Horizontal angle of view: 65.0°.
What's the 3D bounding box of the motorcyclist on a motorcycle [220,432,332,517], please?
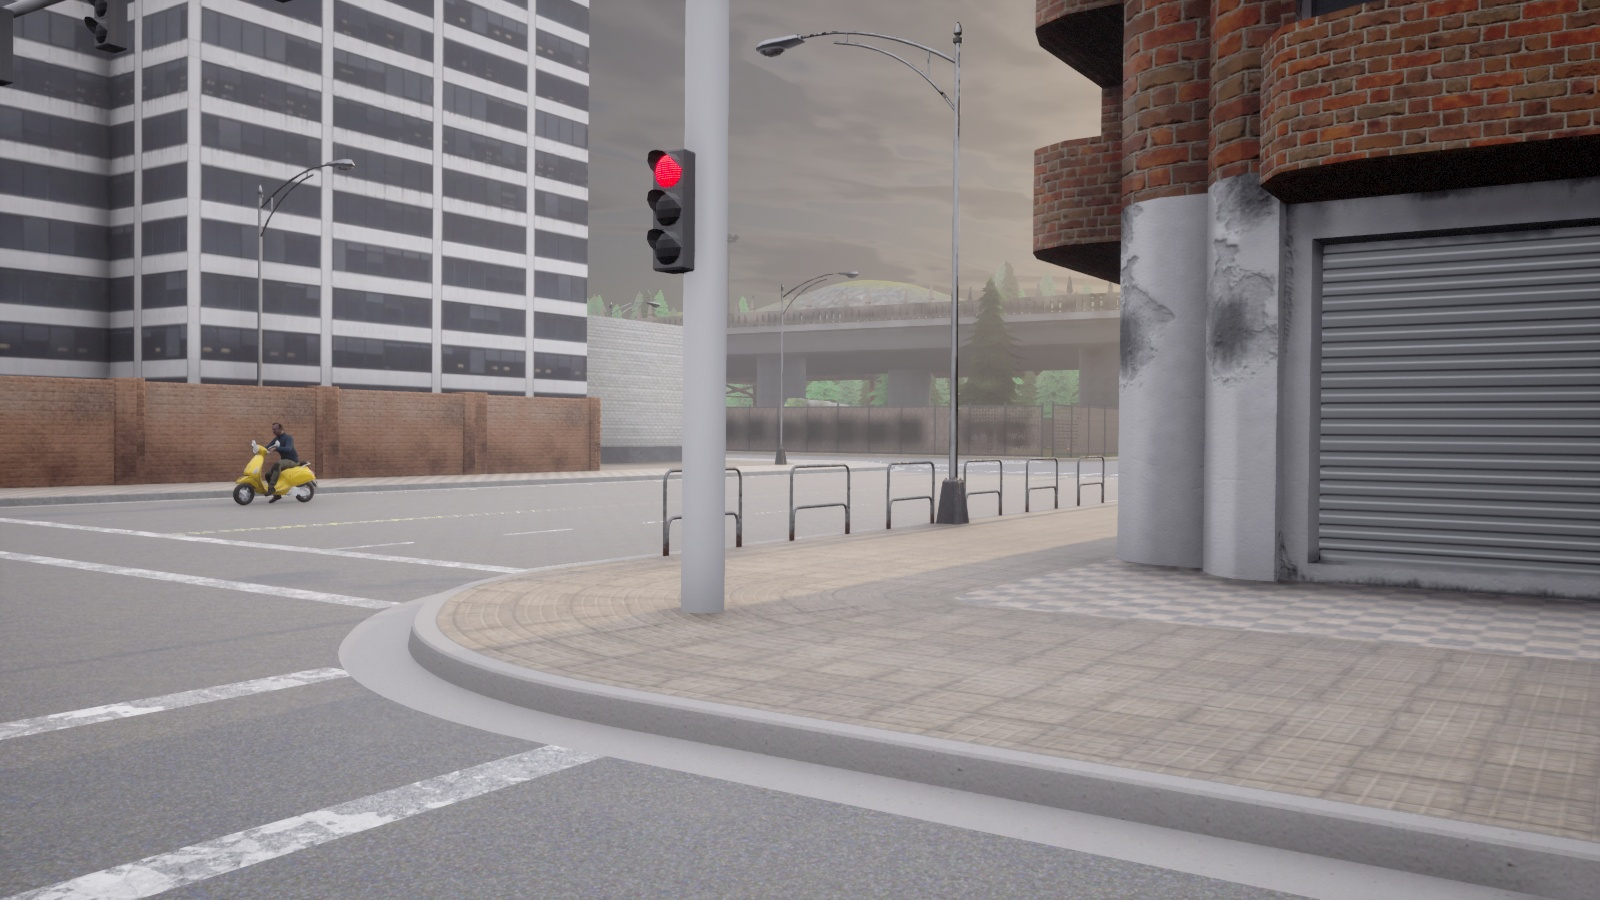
[{"bbox_3d":[-10.189,0.443,24.478,0.866,1.590,1.817,0,1,33],"label":"motorcyclist on a motorcycle"}]
